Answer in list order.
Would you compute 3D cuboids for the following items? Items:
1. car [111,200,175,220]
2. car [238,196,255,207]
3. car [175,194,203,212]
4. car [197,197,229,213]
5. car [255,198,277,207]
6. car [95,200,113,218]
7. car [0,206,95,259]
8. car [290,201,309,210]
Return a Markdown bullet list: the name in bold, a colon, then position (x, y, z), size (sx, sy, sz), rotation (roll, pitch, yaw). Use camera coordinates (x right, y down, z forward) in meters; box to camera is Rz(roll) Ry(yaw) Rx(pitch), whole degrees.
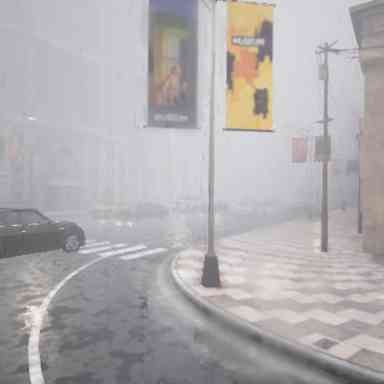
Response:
- **car**: position (-4.045, 1.576, 28.379), size (2.033, 1.411, 5.357), rotation (0, 0, 31)
- **car**: position (9.710, 1.573, 57.345), size (2.097, 1.767, 4.553), rotation (0, 0, 32)
- **car**: position (-0.370, 1.312, 41.150), size (2.150, 2.045, 5.566), rotation (0, 0, 31)
- **car**: position (2.887, 1.645, 39.739), size (1.812, 1.442, 4.674), rotation (0, 0, 32)
- **car**: position (12.654, 1.774, 55.453), size (1.812, 1.442, 4.674), rotation (0, 0, 32)
- **car**: position (-7.031, 1.482, 30.199), size (1.882, 1.535, 5.008), rotation (0, 0, 31)
- **car**: position (-5.943, 1.312, 11.439), size (2.097, 1.767, 4.553), rotation (0, 0, 31)
- **car**: position (15.214, 1.855, 46.265), size (1.895, 1.301, 4.718), rotation (0, 0, 32)
